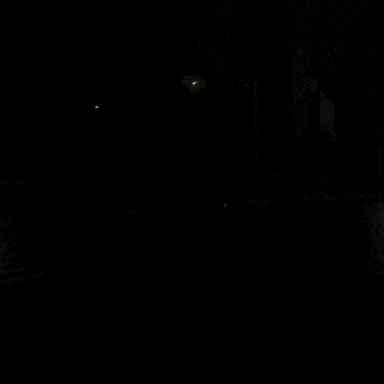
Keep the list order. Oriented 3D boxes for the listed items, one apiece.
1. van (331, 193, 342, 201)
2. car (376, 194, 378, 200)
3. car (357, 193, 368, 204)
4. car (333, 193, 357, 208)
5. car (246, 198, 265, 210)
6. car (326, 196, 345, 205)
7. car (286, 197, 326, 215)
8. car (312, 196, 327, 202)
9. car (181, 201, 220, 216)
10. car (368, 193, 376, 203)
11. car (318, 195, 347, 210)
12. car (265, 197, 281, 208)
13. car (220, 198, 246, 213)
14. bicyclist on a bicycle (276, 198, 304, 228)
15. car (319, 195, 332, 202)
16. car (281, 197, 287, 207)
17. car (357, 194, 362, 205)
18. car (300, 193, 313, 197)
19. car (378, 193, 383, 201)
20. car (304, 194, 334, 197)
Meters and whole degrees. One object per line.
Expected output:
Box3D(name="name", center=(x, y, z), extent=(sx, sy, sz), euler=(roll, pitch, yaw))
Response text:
Box3D(name="van", center=(35.992, 1.184, 82.651), extent=(1.690, 1.788, 3.998), euler=(-1, 0, 35))
Box3D(name="car", center=(36.658, 1.301, 68.653), extent=(1.752, 1.417, 4.829), euler=(-1, 0, 35))
Box3D(name="car", center=(26.915, 1.117, 54.617), extent=(2.192, 1.841, 5.009), euler=(0, 0, 35))
Box3D(name="car", center=(20.486, 1.136, 45.352), extent=(2.192, 1.841, 5.009), euler=(0, 0, 35))
Box3D(name="car", center=(7.057, 1.494, 40.951), extent=(1.802, 1.307, 4.206), euler=(0, 0, 35))
Box3D(name="car", center=(23.285, 1.353, 53.893), extent=(1.812, 1.442, 4.674), euler=(-1, 0, 35))
Box3D(name="car", center=(10.842, 1.424, 31.453), extent=(1.947, 1.339, 4.313), euler=(0, 0, 35))
Box3D(name="car", center=(26.349, 1.417, 68.751), extent=(1.947, 1.339, 4.313), euler=(0, 0, 35))
Box3D(name="car", center=(0.627, 1.524, 31.685), extent=(1.802, 1.307, 4.206), euler=(0, 0, 35))
Box3D(name="car", center=(33.346, 1.098, 63.883), extent=(2.192, 1.841, 5.009), euler=(0, 0, 35))
Box3D(name="car", center=(17.272, 1.376, 40.719), extent=(1.887, 1.381, 4.507), euler=(0, 0, 35))
Box3D(name="car", center=(10.175, 1.426, 45.444), extent=(1.752, 1.417, 4.829), euler=(0, 0, 35))
Box3D(name="car", center=(3.840, 1.366, 36.318), extent=(1.967, 1.590, 4.097), euler=(0, 0, 35))
Box3D(name="bicyclist on a bicycle", center=(5.360, 1.177, 18.359), extent=(1.656, 1.620, 0.582), euler=(-1, 0, 35))
Box3D(name="car", center=(29.564, 1.426, 73.382), extent=(1.802, 1.307, 4.206), euler=(0, 0, 35))
Box3D(name="car", center=(13.487, 1.455, 50.218), extent=(1.947, 1.339, 4.313), euler=(0, 0, 35))
Box3D(name="car", center=(23.702, 1.377, 49.984), extent=(1.947, 1.339, 4.313), euler=(0, 0, 35))
Box3D(name="car", center=(19.918, 1.415, 59.484), extent=(1.887, 1.381, 4.507), euler=(0, 0, 35))
Box3D(name="car", center=(42.991, 1.357, 77.779), extent=(1.802, 1.307, 4.206), euler=(-1, 0, 35))
Box3D(name="car", center=(17.421, 1.336, 45.441), extent=(2.128, 1.511, 4.902), euler=(-1, 0, 35))
